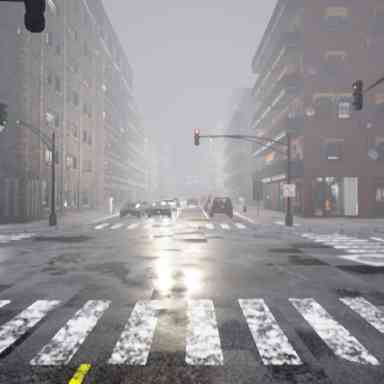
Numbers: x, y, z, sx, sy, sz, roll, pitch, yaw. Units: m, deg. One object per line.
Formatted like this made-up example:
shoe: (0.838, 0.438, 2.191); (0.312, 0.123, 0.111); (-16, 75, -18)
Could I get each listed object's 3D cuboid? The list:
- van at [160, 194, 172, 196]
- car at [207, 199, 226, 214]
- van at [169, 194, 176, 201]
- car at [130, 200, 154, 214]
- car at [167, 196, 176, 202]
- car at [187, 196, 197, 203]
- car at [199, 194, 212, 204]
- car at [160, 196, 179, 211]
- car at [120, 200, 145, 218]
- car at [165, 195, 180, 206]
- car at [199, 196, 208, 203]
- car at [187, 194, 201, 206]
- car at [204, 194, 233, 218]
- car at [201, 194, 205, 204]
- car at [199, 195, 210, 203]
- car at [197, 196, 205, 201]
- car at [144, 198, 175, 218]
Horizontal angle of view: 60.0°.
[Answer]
van: (-5.331, 1.394, 63.538); (1.690, 1.788, 3.998); (1, 0, 0)
car: (2.563, 1.521, 35.949); (1.752, 1.417, 4.829); (1, 0, 0)
van: (-5.347, 1.540, 91.358); (1.690, 1.788, 3.998); (1, 0, 0)
car: (-5.317, 1.562, 35.731); (1.947, 1.339, 4.313); (1, 0, 0)
car: (-5.347, 1.719, 85.793); (2.008, 1.369, 4.403); (1, 0, 0)
car: (0.027, 1.648, 70.415); (1.994, 1.385, 4.181); (0, 0, 0)
car: (2.548, 1.369, 63.578); (2.192, 1.841, 5.009); (1, 0, 0)
car: (-2.847, 1.524, 40.294); (1.812, 1.442, 4.674); (0, 0, 0)
car: (-5.314, 1.561, 30.170); (1.947, 1.339, 4.313); (1, 0, 0)
car: (-2.784, 1.539, 50.495); (1.812, 1.442, 4.674); (0, 0, 0)
car: (2.538, 1.689, 74.702); (1.802, 1.307, 4.206); (1, 0, 0)
car: (0.073, 1.519, 56.191); (2.128, 1.511, 4.902); (0, 0, 0)
car: (2.570, 1.310, 30.220); (2.192, 1.841, 5.009); (1, 0, 0)
car: (2.563, 1.314, 41.344); (2.192, 1.841, 5.009); (1, 0, 0)
car: (2.543, 1.520, 69.142); (1.967, 1.590, 4.097); (1, 0, 0)
car: (2.530, 1.765, 91.393); (1.947, 1.339, 4.313); (1, 0, 0)
car: (-2.858, 1.559, 30.404); (1.994, 1.385, 4.181); (0, 0, 0)
